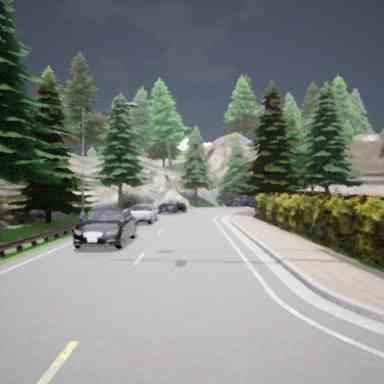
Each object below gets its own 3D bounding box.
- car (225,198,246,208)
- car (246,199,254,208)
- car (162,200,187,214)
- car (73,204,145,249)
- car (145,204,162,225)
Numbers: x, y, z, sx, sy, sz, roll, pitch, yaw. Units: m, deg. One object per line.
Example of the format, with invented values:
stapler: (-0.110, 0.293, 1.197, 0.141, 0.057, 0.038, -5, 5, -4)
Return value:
car: (6.587, 1.480, 46.522, 4.181, 1.385, 1.994, 0, 0, -40)
car: (9.954, 1.249, 44.720, 4.553, 1.767, 2.097, 0, 0, -37)
car: (-2.010, 1.476, 33.507, 1.994, 1.385, 4.181, 0, 0, 20)
car: (-3.577, 1.454, 14.421, 2.128, 1.511, 4.902, 0, 0, 0)
car: (-3.537, 1.538, 23.694, 1.895, 1.301, 4.718, 0, 0, 2)
